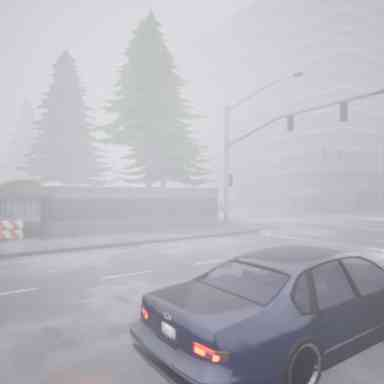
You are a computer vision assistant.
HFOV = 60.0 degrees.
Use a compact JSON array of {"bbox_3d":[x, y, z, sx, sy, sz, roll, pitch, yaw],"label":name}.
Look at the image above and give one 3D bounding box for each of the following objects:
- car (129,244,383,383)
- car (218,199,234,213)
[{"bbox_3d":[1.798,1.551,5.067,5.357,1.411,2.033,0,0,-35],"label":"car"},{"bbox_3d":[2.732,1.578,38.071,1.837,1.490,4.892,0,0,-35],"label":"car"}]
